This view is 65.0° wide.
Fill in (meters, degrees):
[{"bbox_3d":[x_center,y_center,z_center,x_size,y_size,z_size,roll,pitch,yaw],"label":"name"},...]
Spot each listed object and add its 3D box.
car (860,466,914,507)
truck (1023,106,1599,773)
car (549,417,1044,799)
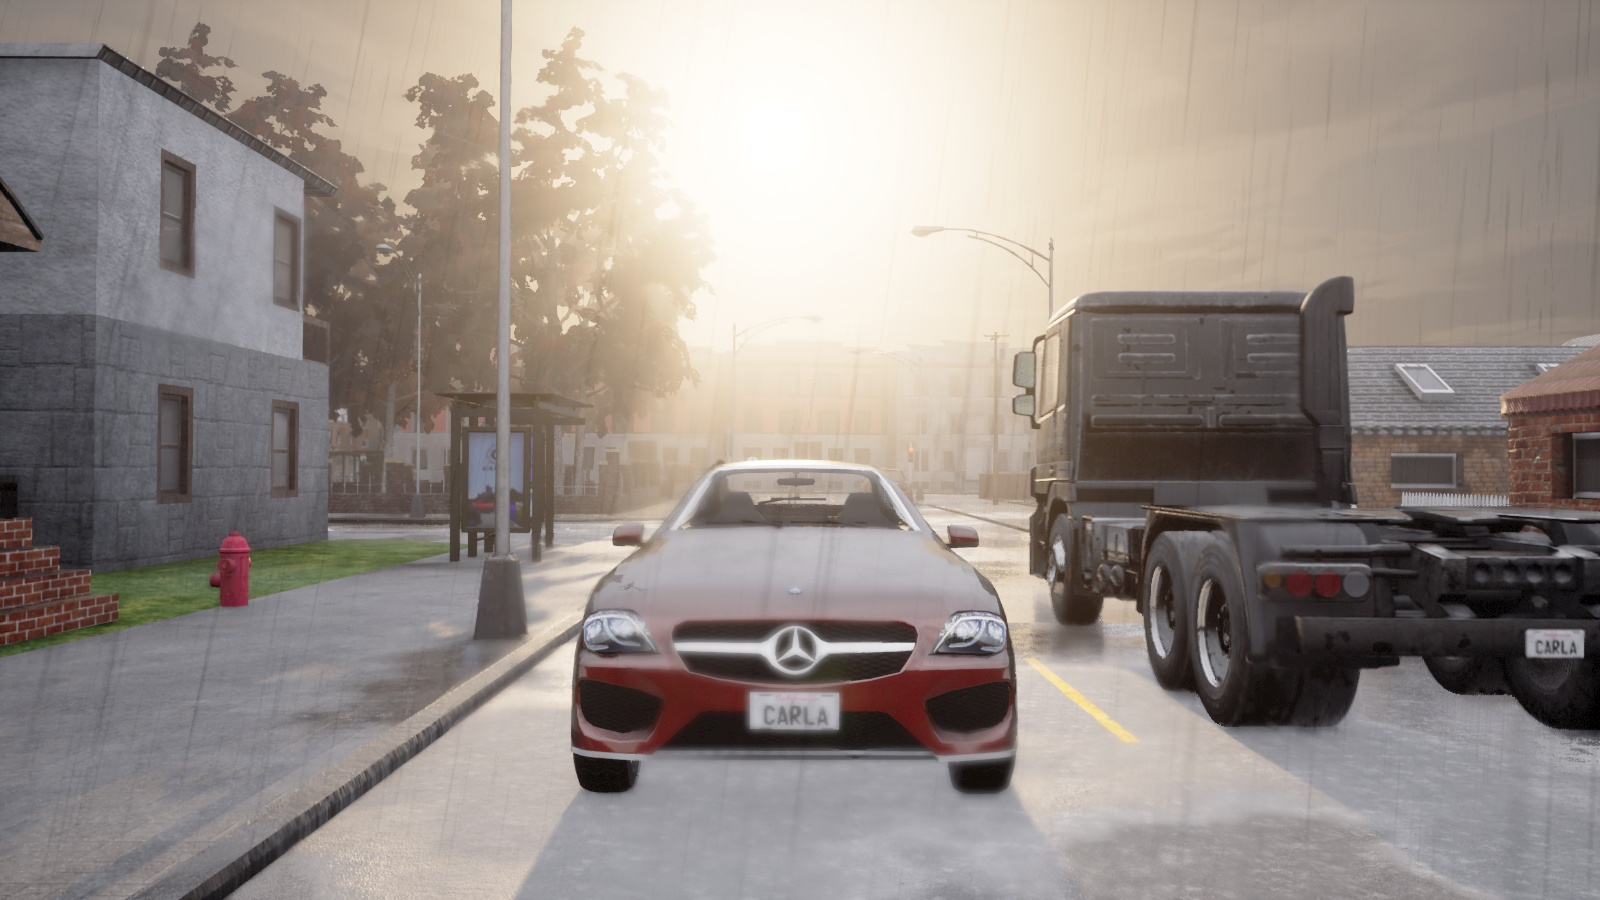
[{"bbox_3d":[3.856,1.607,56.651,2.097,1.767,4.553,0,-1,0],"label":"car"},{"bbox_3d":[3.958,-0.006,10.482,2.891,3.462,7.936,0,-1,1],"label":"truck"},{"bbox_3d":[-0.022,0.727,7.979,2.152,1.651,5.027,0,-1,0],"label":"car"}]
